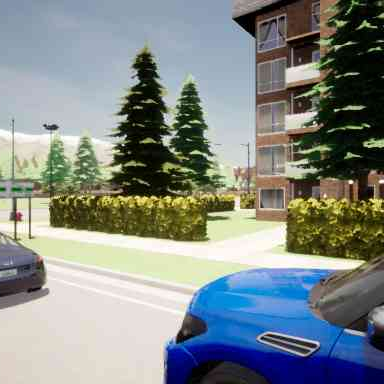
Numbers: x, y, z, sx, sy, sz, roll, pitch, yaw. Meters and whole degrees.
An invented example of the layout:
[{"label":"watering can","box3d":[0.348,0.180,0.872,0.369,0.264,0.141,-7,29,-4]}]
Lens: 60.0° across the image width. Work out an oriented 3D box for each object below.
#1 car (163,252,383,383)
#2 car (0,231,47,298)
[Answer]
[{"label":"car","box3d":[2.377,1.221,2.293,5.566,2.045,2.150,0,0,36]},{"label":"car","box3d":[-5.238,1.564,7.698,4.181,1.385,1.994,0,0,36]}]
